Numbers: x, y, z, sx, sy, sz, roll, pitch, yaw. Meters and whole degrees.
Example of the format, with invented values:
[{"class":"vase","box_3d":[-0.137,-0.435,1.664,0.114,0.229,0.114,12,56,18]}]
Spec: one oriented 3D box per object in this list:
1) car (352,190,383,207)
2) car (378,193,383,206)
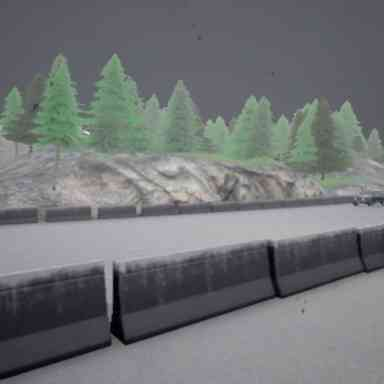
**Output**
[{"class":"car","box_3d":[22.075,0.731,41.178,5.566,2.045,2.150,-1,1,-35]},{"class":"car","box_3d":[24.161,1.056,38.372,5.357,1.411,2.033,-1,1,-35]}]
